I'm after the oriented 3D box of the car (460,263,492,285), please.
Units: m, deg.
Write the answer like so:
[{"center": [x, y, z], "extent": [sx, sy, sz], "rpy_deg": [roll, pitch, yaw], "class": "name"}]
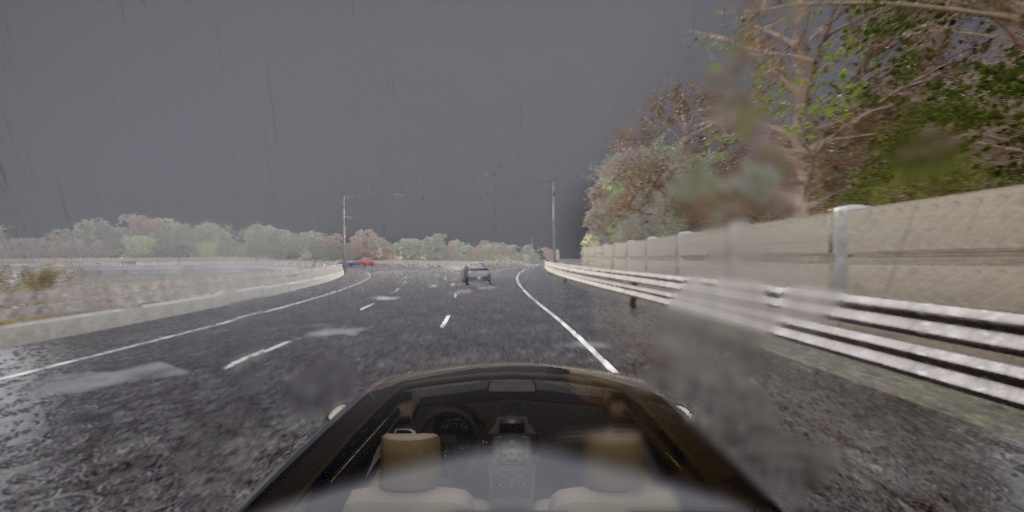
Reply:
[{"center": [-2.706, 1.277, 26.438], "extent": [2.128, 1.511, 4.902], "rpy_deg": [-1, 0, -12], "class": "car"}]
